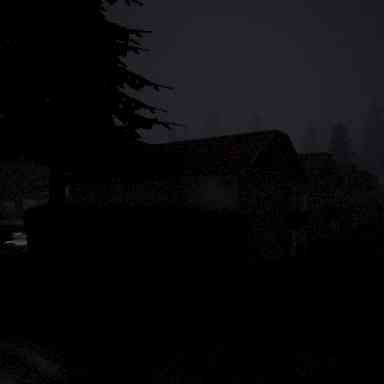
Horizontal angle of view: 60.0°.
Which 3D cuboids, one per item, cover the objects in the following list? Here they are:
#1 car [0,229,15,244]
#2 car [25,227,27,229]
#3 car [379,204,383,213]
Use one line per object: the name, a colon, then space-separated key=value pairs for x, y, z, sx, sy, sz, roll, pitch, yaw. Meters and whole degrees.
car: x=-11.081 y=1.944 z=15.022 sx=2.033 sy=1.411 sz=5.357 roll=-1 pitch=-2 yaw=36
car: x=-9.408 y=1.868 z=23.719 sx=2.097 sy=1.767 sz=4.553 roll=-1 pitch=-1 yaw=36
car: x=22.614 y=2.039 z=41.477 sx=4.902 sy=1.511 sz=2.128 roll=-1 pitch=-1 yaw=29
